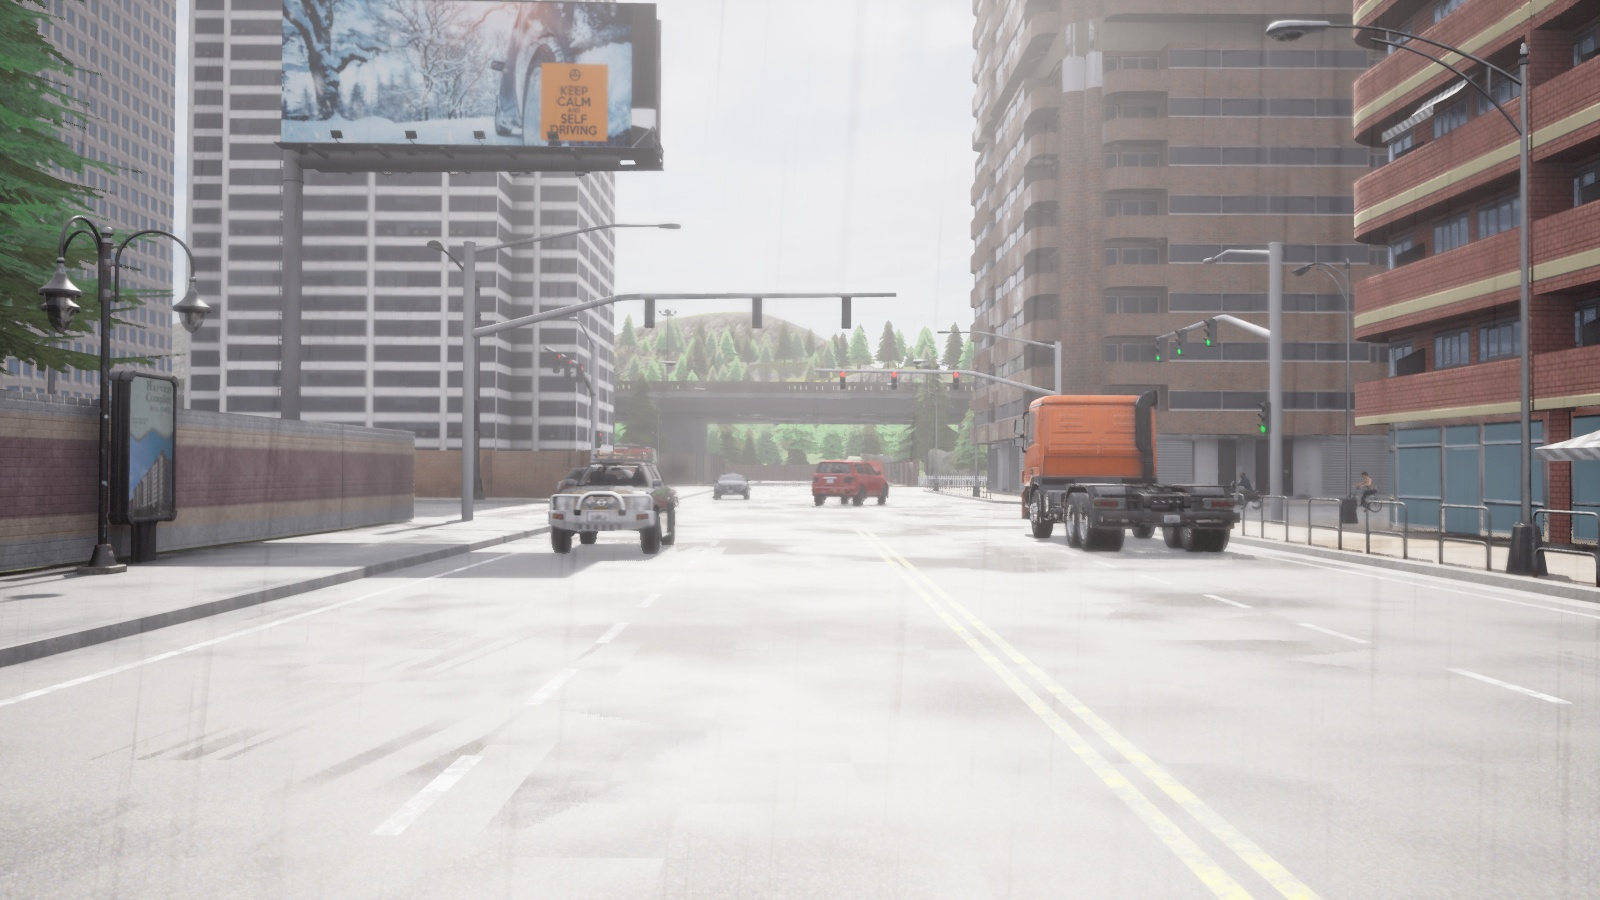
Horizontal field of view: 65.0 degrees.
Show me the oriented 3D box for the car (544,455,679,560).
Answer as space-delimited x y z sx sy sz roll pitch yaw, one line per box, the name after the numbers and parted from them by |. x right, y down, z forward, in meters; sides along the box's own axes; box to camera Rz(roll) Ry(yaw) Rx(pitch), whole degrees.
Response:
-3.564 1.057 24.550 1.932 1.855 4.605 0 -1 0 | car

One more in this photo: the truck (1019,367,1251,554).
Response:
6.917 0.263 27.349 2.891 3.462 7.936 0 -1 0 | truck

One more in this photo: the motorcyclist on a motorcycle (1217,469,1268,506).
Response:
18.769 1.585 53.265 1.817 1.590 0.866 0 -1 0 | motorcyclist on a motorcycle

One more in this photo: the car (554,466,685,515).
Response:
-6.602 1.476 46.331 4.553 1.767 2.097 0 -1 0 | car

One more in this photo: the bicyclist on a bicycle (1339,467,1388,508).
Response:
22.322 1.495 49.752 1.509 1.612 0.866 0 -1 0 | bicyclist on a bicycle

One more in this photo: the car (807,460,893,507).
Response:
2.343 1.482 57.177 2.150 2.045 5.566 0 -1 22 | car

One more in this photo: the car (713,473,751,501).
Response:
-3.696 2.011 68.991 1.812 1.442 4.674 0 -1 0 | car
